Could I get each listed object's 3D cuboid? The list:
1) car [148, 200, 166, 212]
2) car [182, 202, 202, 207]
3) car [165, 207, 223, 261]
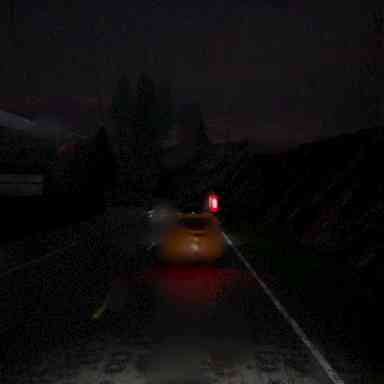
[{"bbox_3d":[-4.571,1.725,42.984,1.812,1.442,4.674,0,0,-11],"label":"car"},{"bbox_3d":[-0.012,1.678,32.779,1.812,1.442,4.674,0,0,-2],"label":"car"},{"bbox_3d":[0.075,1.536,12.524,1.882,1.535,5.008,0,0,0],"label":"car"}]
